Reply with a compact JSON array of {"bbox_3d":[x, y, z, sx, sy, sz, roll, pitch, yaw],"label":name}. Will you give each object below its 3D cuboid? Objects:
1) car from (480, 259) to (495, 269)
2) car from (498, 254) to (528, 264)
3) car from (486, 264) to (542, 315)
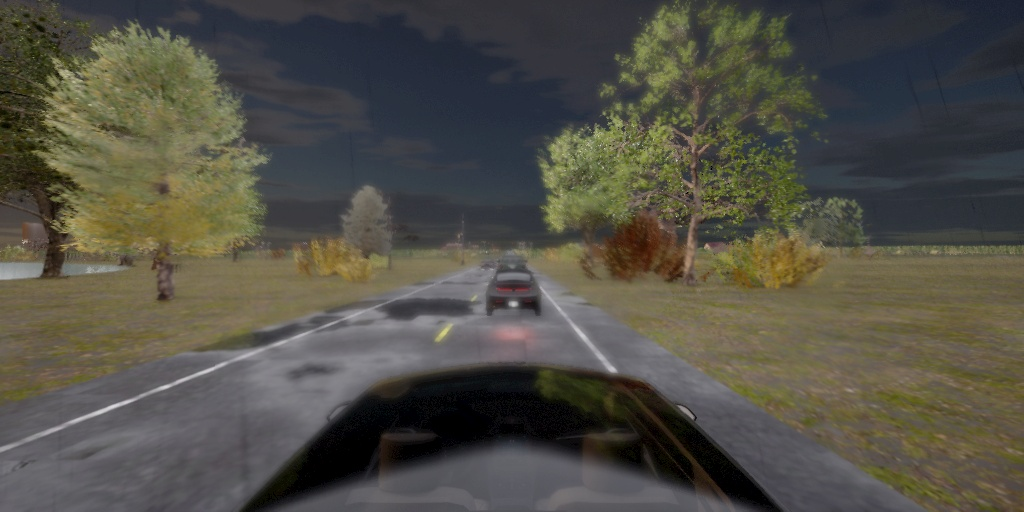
[{"bbox_3d":[-3.572,1.126,52.871,1.994,1.385,4.181,0,0,0],"label":"car"},{"bbox_3d":[0.065,0.893,28.051,2.150,2.045,5.566,0,1,0],"label":"car"},{"bbox_3d":[0.067,1.220,13.366,1.837,1.490,4.892,0,0,0],"label":"car"}]
